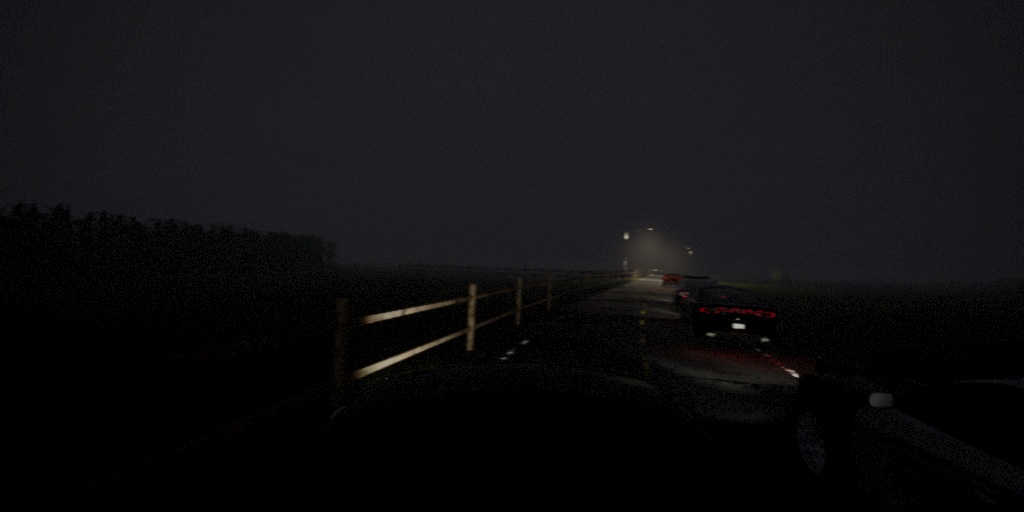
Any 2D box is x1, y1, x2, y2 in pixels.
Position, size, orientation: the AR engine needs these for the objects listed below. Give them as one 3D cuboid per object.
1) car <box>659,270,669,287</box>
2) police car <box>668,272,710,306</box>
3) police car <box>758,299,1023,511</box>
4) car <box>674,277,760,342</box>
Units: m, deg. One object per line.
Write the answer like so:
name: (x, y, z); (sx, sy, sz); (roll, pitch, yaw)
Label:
car: (16.527, 2.385, 36.851); (1.882, 1.535, 5.008); (2, -1, 25)
police car: (8.518, 1.734, 16.668); (1.930, 1.638, 5.238); (2, -1, 22)
police car: (3.378, 1.322, 1.784); (1.930, 1.638, 5.238); (2, -1, 16)
car: (6.361, 1.622, 11.049); (1.882, 1.535, 5.008); (2, -1, 20)
